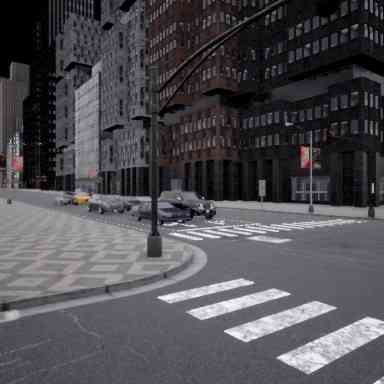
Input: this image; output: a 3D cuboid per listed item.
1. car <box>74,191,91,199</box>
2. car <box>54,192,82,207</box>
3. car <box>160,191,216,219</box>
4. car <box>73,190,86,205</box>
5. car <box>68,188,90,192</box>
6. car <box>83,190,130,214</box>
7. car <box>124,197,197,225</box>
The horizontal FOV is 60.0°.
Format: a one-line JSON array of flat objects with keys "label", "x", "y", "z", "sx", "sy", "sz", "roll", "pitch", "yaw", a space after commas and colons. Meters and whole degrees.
[{"label": "car", "x": -21.928, "y": 0.564, "z": 66.374, "sx": 1.812, "sy": 1.442, "sz": 4.674, "roll": 0, "pitch": 1, "yaw": -36}, {"label": "car", "x": -15.152, "y": 1.001, "z": 40.019, "sx": 1.994, "sy": 1.385, "sz": 4.181, "roll": 0, "pitch": 1, "yaw": -36}, {"label": "car", "x": -0.525, "y": 0.950, "z": 25.289, "sx": 2.150, "sy": 2.045, "sz": 5.566, "roll": 0, "pitch": 1, "yaw": -36}, {"label": "car", "x": -14.513, "y": 0.862, "z": 44.703, "sx": 1.882, "sy": 1.535, "sz": 5.008, "roll": 0, "pitch": 2, "yaw": -35}, {"label": "car", "x": -18.784, "y": 0.418, "z": 56.475, "sx": 2.150, "sy": 2.045, "sz": 5.566, "roll": 0, "pitch": 1, "yaw": -36}, {"label": "car", "x": -7.722, "y": 0.975, "z": 29.717, "sx": 2.097, "sy": 1.767, "sz": 4.553, "roll": 0, "pitch": 1, "yaw": -36}, {"label": "car", "x": -2.256, "y": 1.302, "z": 22.150, "sx": 2.033, "sy": 1.411, "sz": 5.357, "roll": 0, "pitch": 1, "yaw": -36}]
